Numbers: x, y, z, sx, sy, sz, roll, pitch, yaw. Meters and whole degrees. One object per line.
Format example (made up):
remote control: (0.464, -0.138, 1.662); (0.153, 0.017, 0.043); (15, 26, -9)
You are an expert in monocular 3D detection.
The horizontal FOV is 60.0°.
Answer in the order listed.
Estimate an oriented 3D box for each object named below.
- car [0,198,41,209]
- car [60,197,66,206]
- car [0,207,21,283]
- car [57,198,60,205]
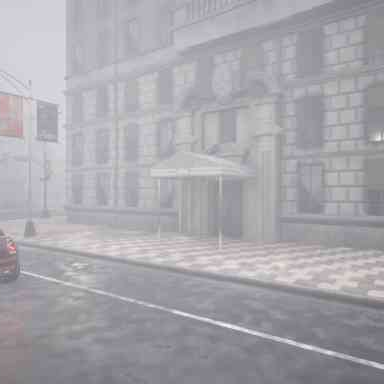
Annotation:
car: (-21.838, 1.564, 42.930); (1.994, 1.385, 4.181); (0, 0, 35)
car: (-16.731, 1.478, 50.082); (1.882, 1.535, 5.008); (0, 0, 36)
car: (-6.408, 1.352, 8.449); (4.553, 1.767, 2.097); (0, 0, 35)
car: (-18.728, 1.221, 53.303); (2.150, 2.045, 5.566); (0, 0, 36)
